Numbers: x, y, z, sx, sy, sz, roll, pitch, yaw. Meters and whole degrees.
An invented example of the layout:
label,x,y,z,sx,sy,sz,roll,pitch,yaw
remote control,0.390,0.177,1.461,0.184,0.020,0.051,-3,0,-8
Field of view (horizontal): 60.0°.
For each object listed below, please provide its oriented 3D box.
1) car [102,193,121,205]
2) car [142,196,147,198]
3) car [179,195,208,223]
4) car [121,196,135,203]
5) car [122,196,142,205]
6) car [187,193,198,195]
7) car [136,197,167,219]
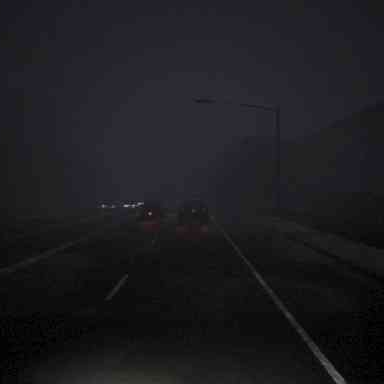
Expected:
label,x,y,z,sx,sy,sz,roll,pitch,yaw
car,-14.019,1.211,58.247,2.150,2.045,5.566,0,0,0
car,-10.500,1.512,71.440,2.128,1.511,4.902,0,0,0
car,0.101,1.347,25.630,2.097,1.767,4.553,0,0,0
car,-14.000,1.526,72.769,2.033,1.411,5.357,0,0,0
car,-10.528,1.553,58.017,1.994,1.385,4.181,0,0,0
car,0.100,1.212,50.295,2.150,2.045,5.566,0,0,0
car,-3.400,1.499,29.533,1.837,1.490,4.892,0,0,0
